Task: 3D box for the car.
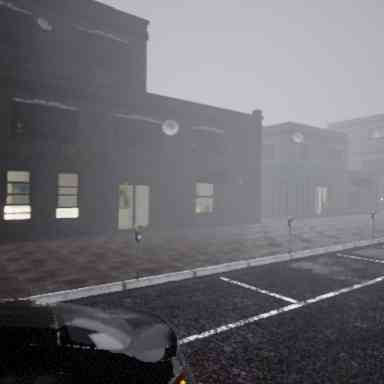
[{"bbox_3d":[-2.102,1.526,1.881,4.674,1.442,1.812,0,0,-36],"label":"car"}]
